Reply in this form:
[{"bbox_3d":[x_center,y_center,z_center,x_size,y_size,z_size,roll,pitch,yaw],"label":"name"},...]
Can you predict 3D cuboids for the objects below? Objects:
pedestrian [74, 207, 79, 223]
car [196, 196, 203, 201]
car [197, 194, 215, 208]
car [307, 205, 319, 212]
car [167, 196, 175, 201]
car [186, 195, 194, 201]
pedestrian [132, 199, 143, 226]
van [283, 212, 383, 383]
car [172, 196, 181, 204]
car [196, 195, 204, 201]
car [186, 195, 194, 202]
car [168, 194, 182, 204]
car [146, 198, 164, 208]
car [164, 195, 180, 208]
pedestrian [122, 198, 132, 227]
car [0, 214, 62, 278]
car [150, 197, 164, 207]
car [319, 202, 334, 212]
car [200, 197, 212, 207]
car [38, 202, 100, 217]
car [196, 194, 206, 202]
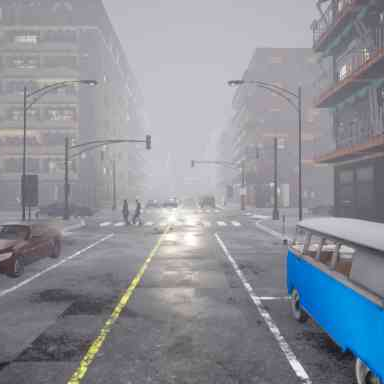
[{"bbox_3d":[-7.774,1.534,22.467,0.500,1.100,0.500,1,-1,0],"label":"pedestrian"},{"bbox_3d":[2.033,1.776,92.791,1.802,1.307,4.206,1,0,0],"label":"car"},{"bbox_3d":[2.303,1.353,48.310,2.192,1.841,5.009,1,0,0],"label":"car"},{"bbox_3d":[14.160,1.617,33.510,4.718,1.301,1.895,0,-1,-3],"label":"car"},{"bbox_3d":[-5.844,1.718,92.541,1.752,1.417,4.829,1,0,0],"label":"car"},{"bbox_3d":[-0.516,1.538,88.303,2.033,1.411,5.357,0,0,0],"label":"car"},{"bbox_3d":[-3.635,1.309,21.896,0.375,1.860,0.375,1,-1,0],"label":"pedestrian"},{"bbox_3d":[2.527,1.343,4.598,1.690,1.788,3.998,1,0,0],"label":"van"},{"bbox_3d":[-3.159,1.602,68.556,1.812,1.442,4.674,0,0,0],"label":"car"},{"bbox_3d":[2.068,1.601,87.231,1.967,1.590,4.097,1,0,0],"label":"car"},{"bbox_3d":[-0.457,1.658,78.294,1.994,1.385,4.181,0,0,0],"label":"car"},{"bbox_3d":[-3.168,1.577,58.354,1.812,1.442,4.674,0,0,0],"label":"car"},{"bbox_3d":[-5.581,1.604,48.217,1.947,1.339,4.313,1,0,0],"label":"car"},{"bbox_3d":[-3.126,1.602,48.464,1.994,1.385,4.181,0,0,-1],"label":"car"},{"bbox_3d":[-4.194,1.309,21.181,0.375,1.860,0.375,1,-1,0],"label":"pedestrian"},{"bbox_3d":[-5.358,1.588,10.138,1.802,1.307,4.206,1,0,0],"label":"car"},{"bbox_3d":[-5.614,1.610,53.778,1.947,1.339,4.313,1,0,0],"label":"car"},{"bbox_3d":[13.581,1.452,28.094,4.403,1.369,2.008,0,-1,0],"label":"car"},{"bbox_3d":[2.265,1.570,54.039,1.752,1.417,4.829,1,0,0],"label":"car"},{"bbox_3d":[-11.174,1.566,30.200,5.357,1.411,2.033,0,-1,5],"label":"car"},{"bbox_3d":[2.103,1.444,81.668,2.192,1.841,5.009,1,0,0],"label":"car"}]
